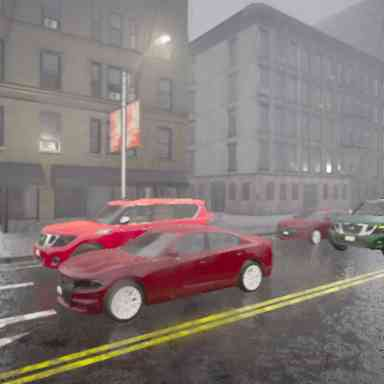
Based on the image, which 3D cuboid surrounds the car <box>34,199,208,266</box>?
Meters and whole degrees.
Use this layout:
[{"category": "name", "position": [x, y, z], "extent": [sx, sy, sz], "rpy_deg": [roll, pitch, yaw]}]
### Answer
[{"category": "car", "position": [-1.820, 1.241, 10.367], "extent": [5.566, 2.045, 2.150], "rpy_deg": [0, 0, -37]}]

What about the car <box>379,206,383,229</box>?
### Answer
[{"category": "car", "position": [14.876, 1.650, 22.240], "extent": [5.357, 1.411, 2.033], "rpy_deg": [0, 0, -35]}]

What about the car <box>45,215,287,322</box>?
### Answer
[{"category": "car", "position": [-0.335, 1.494, 7.420], "extent": [5.008, 1.535, 1.882], "rpy_deg": [0, 0, -35]}]

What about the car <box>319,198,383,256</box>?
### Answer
[{"category": "car", "position": [7.770, 1.279, 13.186], "extent": [5.566, 2.045, 2.150], "rpy_deg": [0, 0, -35]}]

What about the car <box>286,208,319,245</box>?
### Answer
[{"category": "car", "position": [6.182, 1.537, 16.049], "extent": [5.008, 1.535, 1.882], "rpy_deg": [0, 0, -35]}]
